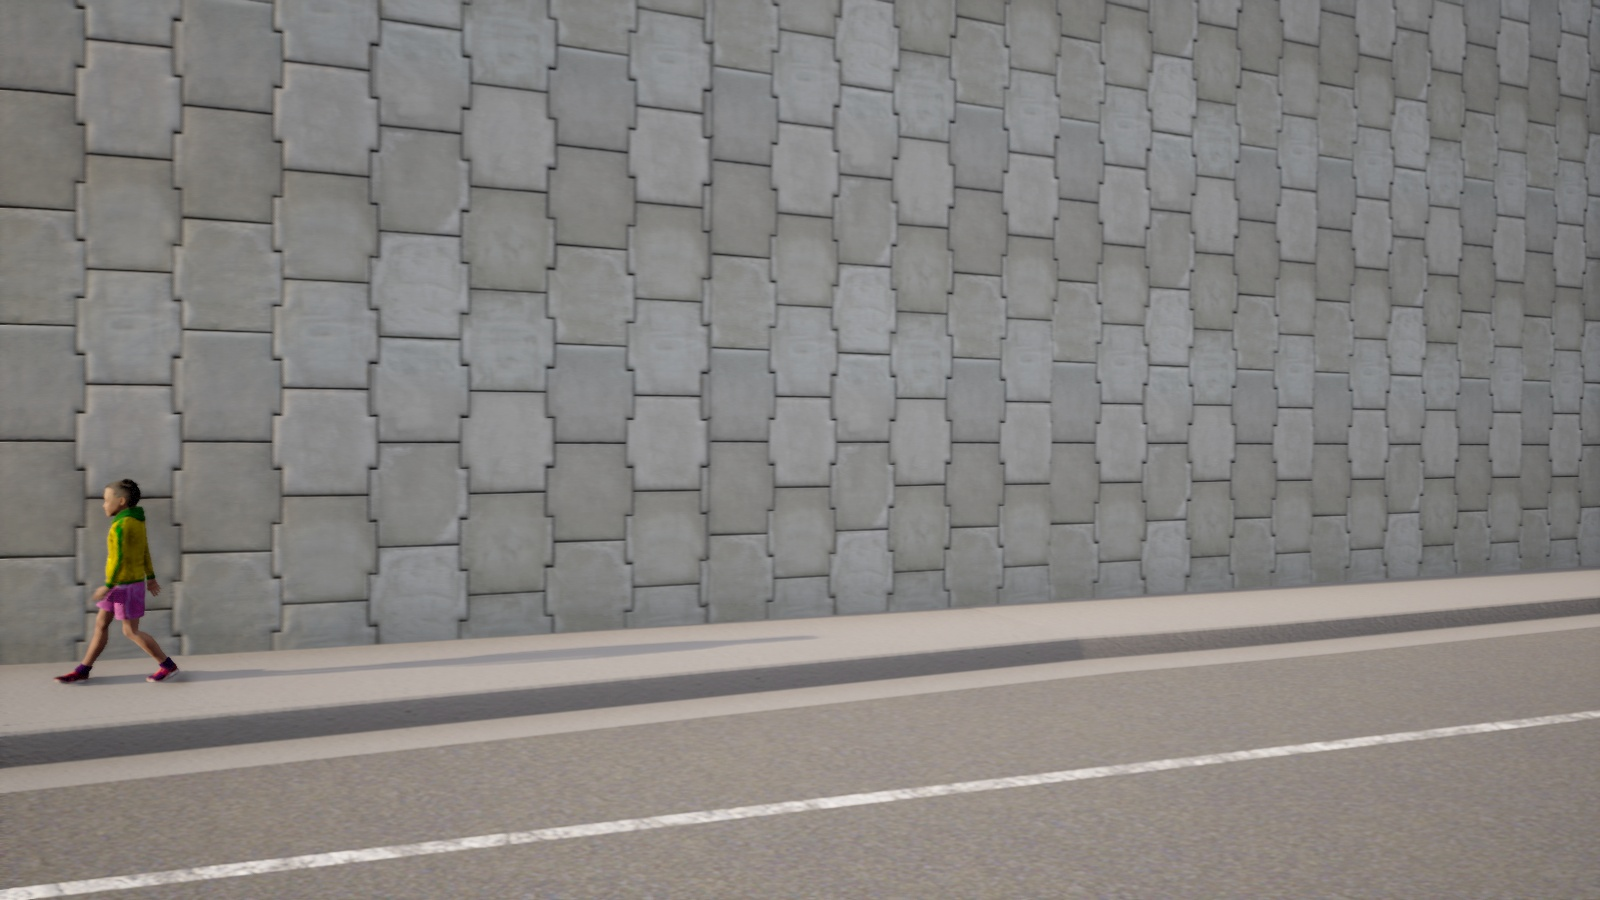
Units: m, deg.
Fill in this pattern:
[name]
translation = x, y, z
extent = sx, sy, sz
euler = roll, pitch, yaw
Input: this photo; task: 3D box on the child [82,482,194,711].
[child]
translation = -3.524, 0.763, 6.703
extent = 0.473, 1.160, 0.299
euler = -1, 1, -20
